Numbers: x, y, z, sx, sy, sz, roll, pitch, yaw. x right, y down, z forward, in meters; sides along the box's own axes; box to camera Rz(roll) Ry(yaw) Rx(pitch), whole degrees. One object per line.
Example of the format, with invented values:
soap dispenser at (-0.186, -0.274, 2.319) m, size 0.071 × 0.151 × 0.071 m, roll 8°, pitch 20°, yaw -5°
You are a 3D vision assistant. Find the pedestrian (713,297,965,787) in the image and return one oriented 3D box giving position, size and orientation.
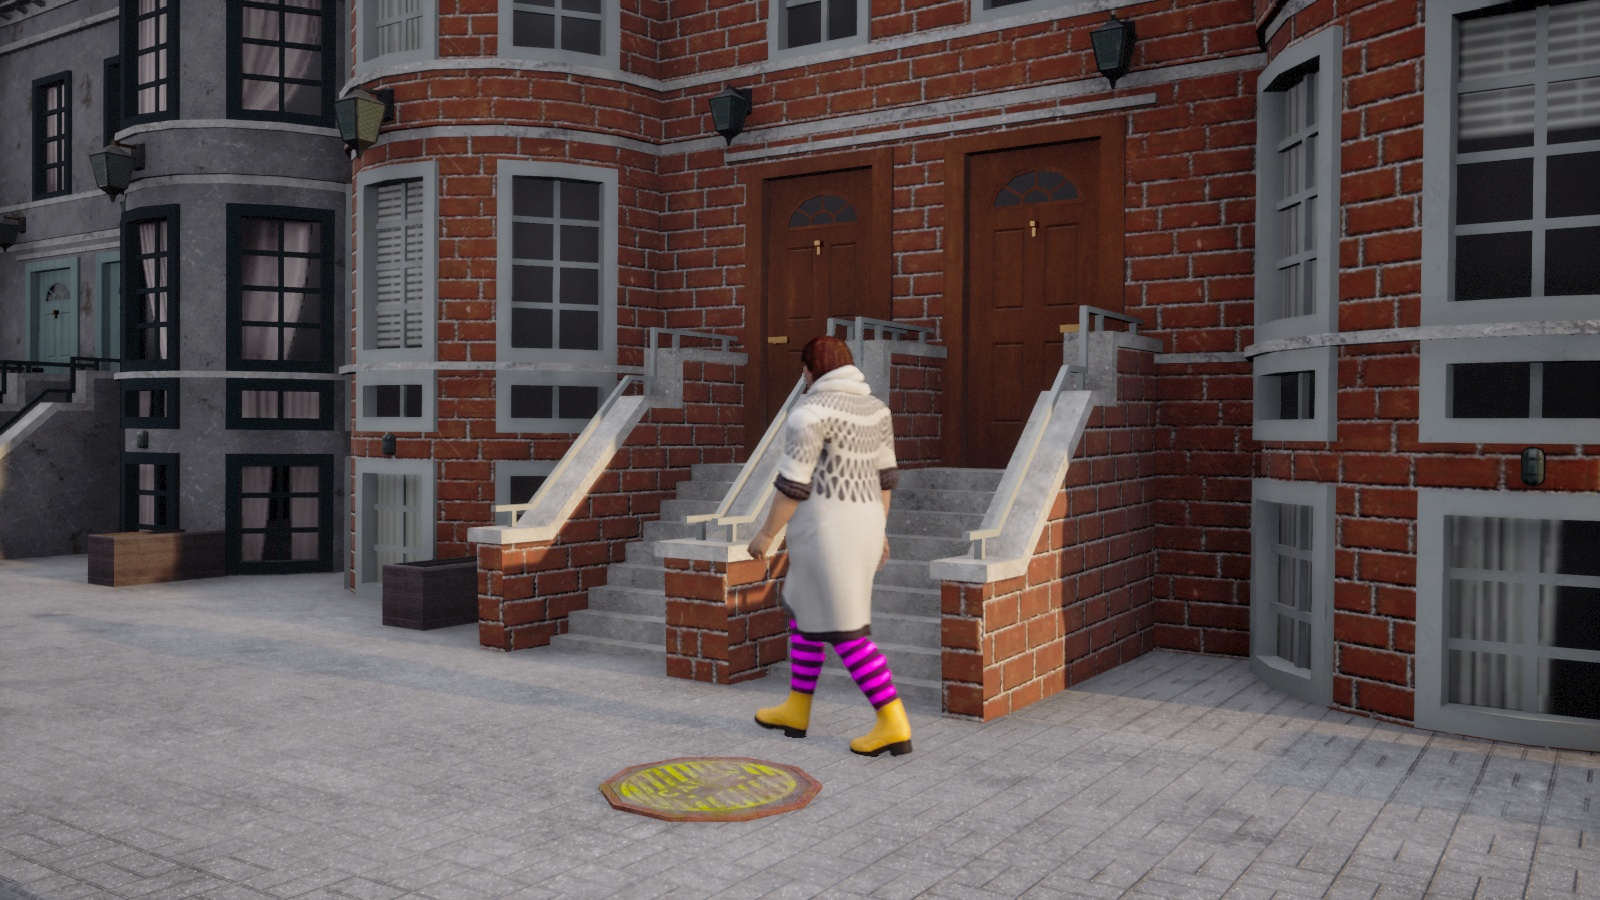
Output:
pedestrian at (0.176, 0.364, 5.518) m, size 0.873 × 1.952 × 0.659 m, roll 0°, pitch 1°, yaw 33°
